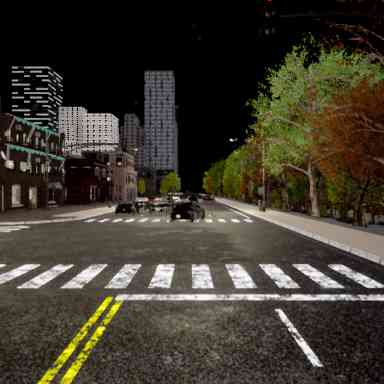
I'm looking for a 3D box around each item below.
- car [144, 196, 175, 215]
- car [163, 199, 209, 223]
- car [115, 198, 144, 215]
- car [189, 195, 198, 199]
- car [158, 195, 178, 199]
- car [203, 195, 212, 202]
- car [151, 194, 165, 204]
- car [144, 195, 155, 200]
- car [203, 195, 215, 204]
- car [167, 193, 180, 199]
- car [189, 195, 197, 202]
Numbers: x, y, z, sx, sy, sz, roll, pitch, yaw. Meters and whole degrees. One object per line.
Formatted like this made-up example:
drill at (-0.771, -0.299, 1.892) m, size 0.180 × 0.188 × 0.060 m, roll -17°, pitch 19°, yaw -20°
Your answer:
car at (-3.272, 1.478, 34.262) m, size 2.128 × 1.511 × 4.902 m, roll 0°, pitch 0°, yaw 0°
car at (-0.320, 1.516, 25.363) m, size 1.812 × 1.442 × 4.674 m, roll 1°, pitch 0°, yaw 16°
car at (-6.524, 1.550, 33.955) m, size 1.994 × 1.385 × 4.181 m, roll 0°, pitch 0°, yaw 0°
car at (0.230, 1.474, 64.337) m, size 1.837 × 1.490 × 4.892 m, roll 0°, pitch 0°, yaw 0°
car at (-3.244, 1.486, 44.504) m, size 1.837 × 1.490 × 4.892 m, roll 0°, pitch 0°, yaw 0°
car at (3.399, 1.441, 74.284) m, size 1.882 × 1.535 × 5.008 m, roll 0°, pitch 0°, yaw 0°
car at (-6.425, 1.323, 62.643) m, size 2.097 × 1.767 × 4.553 m, roll 0°, pitch 0°, yaw 1°
car at (-6.504, 1.473, 42.832) m, size 2.128 × 1.511 × 4.902 m, roll 0°, pitch 0°, yaw 0°
car at (3.480, 1.461, 64.015) m, size 2.128 × 1.511 × 4.902 m, roll 0°, pitch 0°, yaw 0°
car at (-3.206, 1.197, 55.229) m, size 2.150 × 2.045 × 5.566 m, roll 0°, pitch 0°, yaw 1°
car at (0.153, 1.487, 74.622) m, size 1.812 × 1.442 × 4.674 m, roll 0°, pitch 0°, yaw 0°
